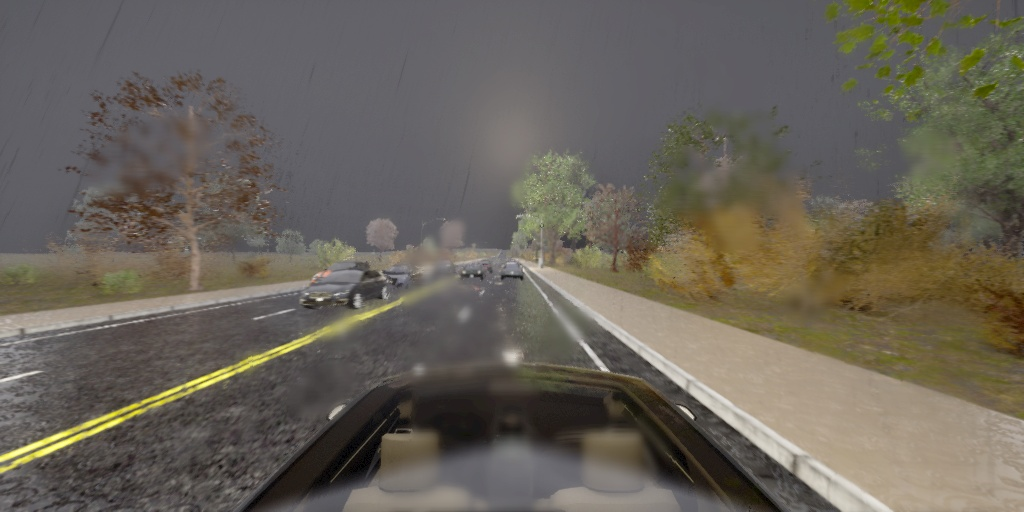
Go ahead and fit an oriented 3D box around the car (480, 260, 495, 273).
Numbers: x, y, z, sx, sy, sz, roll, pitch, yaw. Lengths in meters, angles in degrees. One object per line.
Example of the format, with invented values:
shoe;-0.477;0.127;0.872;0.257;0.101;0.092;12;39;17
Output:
car;-3.202;1.239;43.404;1.837;1.490;4.892;0;1;1

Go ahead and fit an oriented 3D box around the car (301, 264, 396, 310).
car;-6.584;1.247;14.718;1.837;1.490;4.892;0;0;0

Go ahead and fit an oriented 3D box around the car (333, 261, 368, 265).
car;-9.738;1.100;21.127;2.097;1.767;4.553;0;0;0

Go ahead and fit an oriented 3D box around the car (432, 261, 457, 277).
car;-6.493;1.243;35.277;1.837;1.490;4.892;0;0;0

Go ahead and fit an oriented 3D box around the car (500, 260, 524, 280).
car;0.021;1.309;31.256;1.994;1.385;4.181;0;0;0

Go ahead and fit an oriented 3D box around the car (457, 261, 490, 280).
car;-3.231;1.342;31.042;1.895;1.301;4.718;0;0;0

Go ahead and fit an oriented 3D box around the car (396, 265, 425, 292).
car;-6.488;1.212;21.095;1.994;1.385;4.181;0;0;0
